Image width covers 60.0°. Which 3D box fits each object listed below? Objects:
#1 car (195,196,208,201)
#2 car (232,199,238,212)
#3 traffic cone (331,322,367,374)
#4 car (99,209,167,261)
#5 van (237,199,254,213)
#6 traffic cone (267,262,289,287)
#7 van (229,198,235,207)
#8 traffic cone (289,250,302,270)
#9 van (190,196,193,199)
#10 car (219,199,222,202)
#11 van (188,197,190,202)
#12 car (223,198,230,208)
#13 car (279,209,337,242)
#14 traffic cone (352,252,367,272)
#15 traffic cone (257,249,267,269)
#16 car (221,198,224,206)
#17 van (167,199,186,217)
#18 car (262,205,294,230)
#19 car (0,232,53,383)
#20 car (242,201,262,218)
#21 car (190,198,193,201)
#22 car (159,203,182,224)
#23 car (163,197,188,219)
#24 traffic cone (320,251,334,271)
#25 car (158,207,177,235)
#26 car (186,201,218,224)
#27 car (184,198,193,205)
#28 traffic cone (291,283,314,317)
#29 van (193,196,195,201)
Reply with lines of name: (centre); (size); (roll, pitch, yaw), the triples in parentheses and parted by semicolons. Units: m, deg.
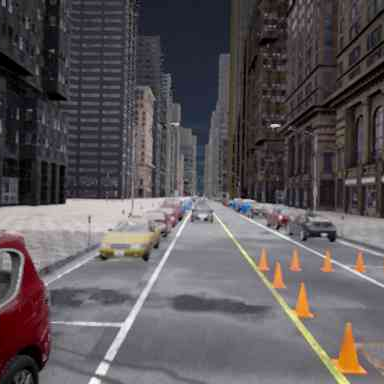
car: (1.959, 2.208, 70.688); (1.837, 1.490, 4.892); (1, -1, 1)
car: (7.148, 2.138, 46.708); (1.887, 1.381, 4.507); (1, -1, 1)
traffic cone: (2.095, 2.045, 4.451); (0.340, 0.580, 0.340); (1, -1, 1)
car: (-2.188, 1.590, 12.680); (1.752, 1.417, 4.829); (1, -1, 1)
van: (7.017, 1.879, 41.035); (1.690, 1.788, 3.998); (1, -1, 1)
traffic cone: (2.190, 2.083, 8.449); (0.340, 0.580, 0.340); (1, -1, 1)
van: (7.287, 1.991, 52.386); (1.690, 1.788, 3.998); (1, -1, 1)
traffic cone: (3.237, 2.125, 10.425); (0.340, 0.580, 0.340); (1, -1, 1)
van: (-1.098, 1.853, 58.257); (1.690, 1.788, 3.998); (1, -1, 1)
car: (7.829, 2.194, 75.088); (2.192, 1.841, 5.009); (1, -1, 1)
van: (-1.504, 1.684, 41.230); (1.690, 1.788, 3.998); (1, -1, 1)
car: (7.556, 2.204, 63.736); (1.967, 1.590, 4.097); (1, -1, 1)
car: (6.471, 1.867, 18.329); (2.008, 1.369, 4.403); (1, -1, 1)
traffic cone: (5.236, 2.171, 10.376); (0.340, 0.580, 0.340); (1, -1, 1)
traffic cone: (2.238, 2.102, 10.449); (0.340, 0.580, 0.340); (1, -1, 1)
car: (7.688, 2.404, 69.411); (1.802, 1.307, 4.206); (1, -1, 1)
van: (-1.639, 1.628, 35.555); (1.690, 1.788, 3.998); (1, -1, 1)
car: (6.609, 1.811, 24.006); (1.967, 1.590, 4.097); (1, -1, 1)
car: (-2.450, 1.273, 1.501); (2.192, 1.841, 5.009); (1, -1, 1)
car: (6.877, 2.032, 35.357); (2.008, 1.369, 4.403); (1, -1, 1)
car: (-1.238, 2.037, 52.579); (1.802, 1.307, 4.206); (1, -1, 1)
car: (-1.915, 1.758, 24.201); (1.802, 1.307, 4.206); (1, -1, 1)
car: (-1.774, 1.547, 29.879); (2.192, 1.841, 5.009); (1, -1, 1)
traffic cone: (4.237, 2.148, 10.401); (0.340, 0.580, 0.340); (1, -1, 1)
car: (-2.050, 1.703, 18.526); (1.802, 1.307, 4.206); (1, -1, 1)
car: (0.854, 1.766, 27.962); (2.128, 1.511, 4.902); (1, -1, 2)
car: (-0.700, 2.208, 75.111); (1.752, 1.417, 4.829); (1, -1, 1)
traffic cone: (2.142, 2.064, 6.450); (0.340, 0.580, 0.340); (1, -1, 1)
van: (-0.827, 1.968, 69.608); (1.690, 1.788, 3.998); (1, -1, 1)
